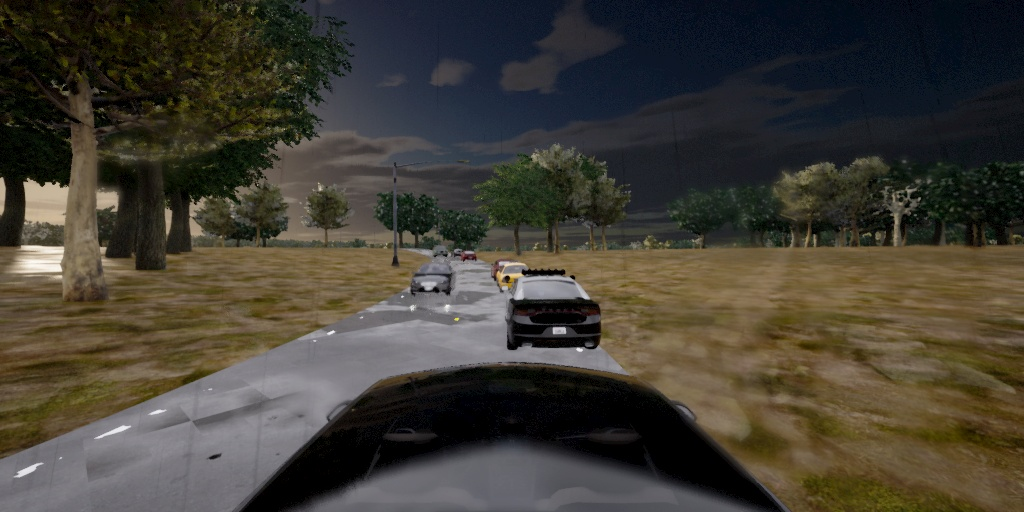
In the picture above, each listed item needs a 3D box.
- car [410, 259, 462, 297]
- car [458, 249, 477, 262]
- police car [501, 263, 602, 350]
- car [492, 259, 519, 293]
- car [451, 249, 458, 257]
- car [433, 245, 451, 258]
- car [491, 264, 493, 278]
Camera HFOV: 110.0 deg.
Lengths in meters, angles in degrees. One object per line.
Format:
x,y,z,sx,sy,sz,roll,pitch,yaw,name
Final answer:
-3.834,1.096,18.000,2.128,1.511,4.902,0,1,-5,car
-6.216,-0.037,51.198,1.882,1.535,5.008,0,2,-14,car
0.777,1.143,9.146,1.930,1.638,5.238,0,0,-2,police car
0.120,1.016,19.309,1.801,1.575,5.366,-2,2,-5,car
-9.661,-0.570,63.369,1.837,1.490,4.892,0,3,-19,car
-12.057,-0.733,60.277,2.150,2.045,5.566,0,2,-17,car
-0.464,0.929,25.167,1.812,1.442,4.674,-1,1,-7,car
